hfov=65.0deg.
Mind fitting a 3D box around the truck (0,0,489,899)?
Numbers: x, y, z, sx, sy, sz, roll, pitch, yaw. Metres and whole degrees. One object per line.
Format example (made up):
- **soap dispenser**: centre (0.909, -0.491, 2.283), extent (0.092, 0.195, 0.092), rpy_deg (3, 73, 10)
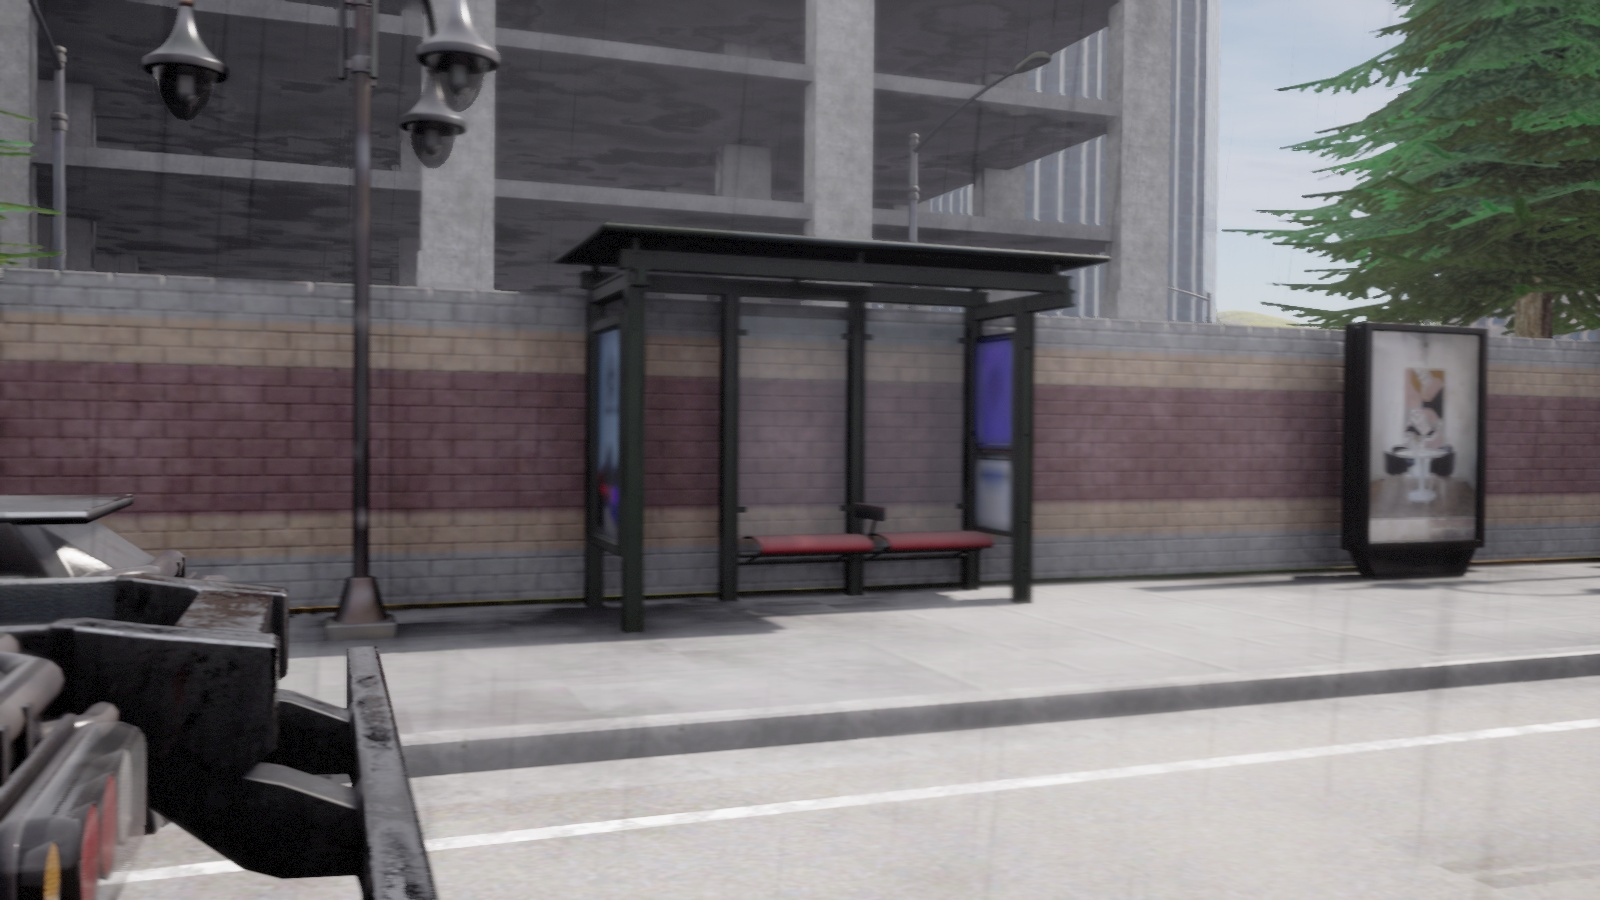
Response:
- **truck**: centre (-4.614, -0.153, 1.476), extent (7.936, 3.462, 2.891), rpy_deg (-1, 1, -21)
